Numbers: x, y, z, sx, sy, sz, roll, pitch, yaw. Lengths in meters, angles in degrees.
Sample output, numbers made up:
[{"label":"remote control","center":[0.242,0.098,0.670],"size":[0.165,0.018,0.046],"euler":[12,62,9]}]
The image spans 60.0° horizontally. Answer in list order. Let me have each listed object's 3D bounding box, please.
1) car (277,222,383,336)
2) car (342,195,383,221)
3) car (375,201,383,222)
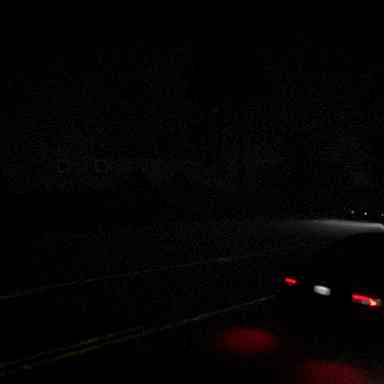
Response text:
[{"label":"car","center":[3.991,1.554,6.642],"size":[5.357,1.411,2.033],"euler":[0,0,-38]},{"label":"car","center":[15.070,1.255,28.207],"size":[5.566,2.045,2.150],"euler":[0,0,-36]},{"label":"car","center":[15.550,1.541,24.226],"size":[4.674,1.442,1.812],"euler":[0,0,-36]}]
